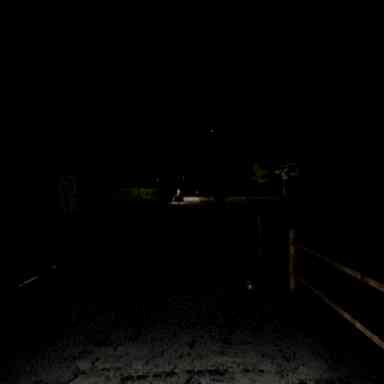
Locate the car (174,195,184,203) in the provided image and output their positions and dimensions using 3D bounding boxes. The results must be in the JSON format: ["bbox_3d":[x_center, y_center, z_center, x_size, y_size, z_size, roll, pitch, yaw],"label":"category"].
[{"bbox_3d":[-2.743,1.462,70.844,1.882,1.535,5.008,0,0,0],"label":"car"}]
